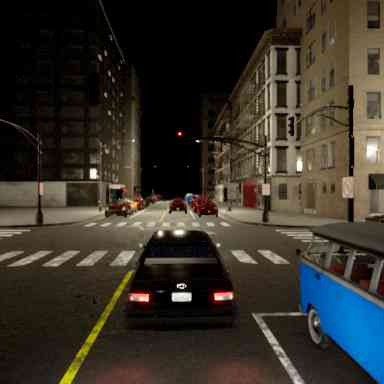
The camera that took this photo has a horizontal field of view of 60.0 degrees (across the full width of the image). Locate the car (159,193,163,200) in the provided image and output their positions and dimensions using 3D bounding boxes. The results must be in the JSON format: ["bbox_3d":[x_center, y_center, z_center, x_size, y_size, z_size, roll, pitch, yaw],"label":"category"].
[{"bbox_3d":[-8.725,1.287,78.853,2.192,1.841,5.009,0,0,-2],"label":"car"}]

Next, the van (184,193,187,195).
[{"bbox_3d":[-0.475,1.316,73.793,1.690,1.788,3.998,0,0,-2],"label":"van"}]

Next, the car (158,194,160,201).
[{"bbox_3d":[-8.261,1.544,68.045,1.947,1.339,4.313,0,0,-2],"label":"car"}]

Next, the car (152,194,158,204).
[{"bbox_3d":[-8.029,1.532,62.640,2.008,1.369,4.403,0,0,-2],"label":"car"}]

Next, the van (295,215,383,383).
[{"bbox_3d":[2.536,1.340,3.702,1.690,1.788,3.998,0,0,-2],"label":"van"}]

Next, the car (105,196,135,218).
[{"bbox_3d":[-6.636,1.434,30.213,1.967,1.590,4.097,0,0,-2],"label":"car"}]

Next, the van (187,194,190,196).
[{"bbox_3d":[0.453,1.328,52.176,1.690,1.788,3.998,0,0,-2],"label":"van"}]

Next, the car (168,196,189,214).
[{"bbox_3d":[-1.476,1.518,35.818,1.812,1.442,4.674,0,0,-1],"label":"car"}]

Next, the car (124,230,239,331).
[{"bbox_3d":[-0.257,1.546,7.258,2.033,1.411,5.357,0,0,-2],"label":"car"}]

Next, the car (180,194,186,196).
[{"bbox_3d":[-2.571,1.530,61.293,2.033,1.411,5.357,0,0,-2],"label":"car"}]

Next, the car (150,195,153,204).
[{"bbox_3d":[-7.565,1.553,51.831,1.947,1.339,4.313,0,0,-2],"label":"car"}]

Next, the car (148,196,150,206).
[{"bbox_3d":[-7.325,1.515,46.257,1.752,1.417,4.829,0,0,-2],"label":"car"}]

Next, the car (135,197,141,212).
[{"bbox_3d":[-6.861,1.518,35.447,1.752,1.417,4.829,0,0,-2],"label":"car"}]

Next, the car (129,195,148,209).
[{"bbox_3d":[-7.100,1.306,41.022,2.192,1.841,5.009,0,0,-2],"label":"car"}]

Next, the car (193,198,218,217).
[{"bbox_3d":[1.382,1.538,30.558,1.887,1.381,4.507,0,0,-2],"label":"car"}]

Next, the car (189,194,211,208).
[{"bbox_3d":[1.150,1.308,35.962,2.192,1.841,5.009,0,0,-2],"label":"car"}]

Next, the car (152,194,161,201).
[{"bbox_3d":[-8.958,1.409,84.258,1.967,1.590,4.097,0,0,-2],"label":"car"}]

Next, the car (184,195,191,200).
[{"bbox_3d":[-1.172,1.511,90.007,1.887,1.381,4.507,0,0,-2],"label":"car"}]
